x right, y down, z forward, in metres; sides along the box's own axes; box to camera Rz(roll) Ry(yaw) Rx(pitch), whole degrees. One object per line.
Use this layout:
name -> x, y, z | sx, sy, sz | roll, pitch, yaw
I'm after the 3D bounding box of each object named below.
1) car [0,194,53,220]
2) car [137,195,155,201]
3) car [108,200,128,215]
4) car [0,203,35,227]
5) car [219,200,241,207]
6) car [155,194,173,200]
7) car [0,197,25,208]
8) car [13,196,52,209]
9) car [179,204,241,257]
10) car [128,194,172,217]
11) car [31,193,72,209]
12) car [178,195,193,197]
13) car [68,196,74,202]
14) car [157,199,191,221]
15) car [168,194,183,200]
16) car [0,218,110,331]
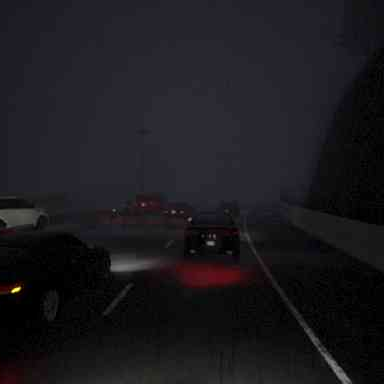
car -> -9.400, 1.190, 16.498 | 2.150, 2.045, 5.566 | 0, 0, 6
car -> -11.594, 1.419, 84.166 | 2.128, 1.511, 4.902 | 0, 0, 25
car -> -6.791, 1.485, 33.227 | 1.812, 1.442, 4.674 | 0, 0, 11
car -> -6.507, 1.331, 8.905 | 2.097, 1.767, 4.553 | 0, 0, 4
car -> 3.549, 1.471, 31.364 | 2.128, 1.511, 4.902 | 0, 0, 12
car -> -7.127, 1.313, 85.275 | 2.033, 1.411, 5.357 | 0, 0, 26
car -> -25.530, 1.479, 46.139 | 1.994, 1.385, 4.181 | 0, 0, 14
car -> -21.963, 1.412, 46.002 | 2.128, 1.511, 4.902 | 0, 0, 15
car -> 0.819, 1.468, 12.967 | 1.882, 1.535, 5.008 | 0, 0, 5
car -> -3.660, 1.188, 31.111 | 2.150, 2.045, 5.566 | 0, 0, 11
car -> -18.719, 1.149, 44.665 | 2.150, 2.045, 5.566 | 0, 0, 14
car -> -0.916, 1.319, 82.045 | 2.128, 1.511, 4.902 | 0, 0, 26
car -> -15.556, 1.460, 42.846 | 1.812, 1.442, 4.674 | 0, 0, 14
car -> -0.903, 1.523, 26.861 | 2.033, 1.411, 5.357 | 0, 0, 10
car -> -4.021, 1.336, 83.660 | 1.994, 1.385, 4.181 | 0, 0, 26
car -> -3.142, 1.514, 6.794 | 1.812, 1.442, 4.674 | 0, 0, 3
